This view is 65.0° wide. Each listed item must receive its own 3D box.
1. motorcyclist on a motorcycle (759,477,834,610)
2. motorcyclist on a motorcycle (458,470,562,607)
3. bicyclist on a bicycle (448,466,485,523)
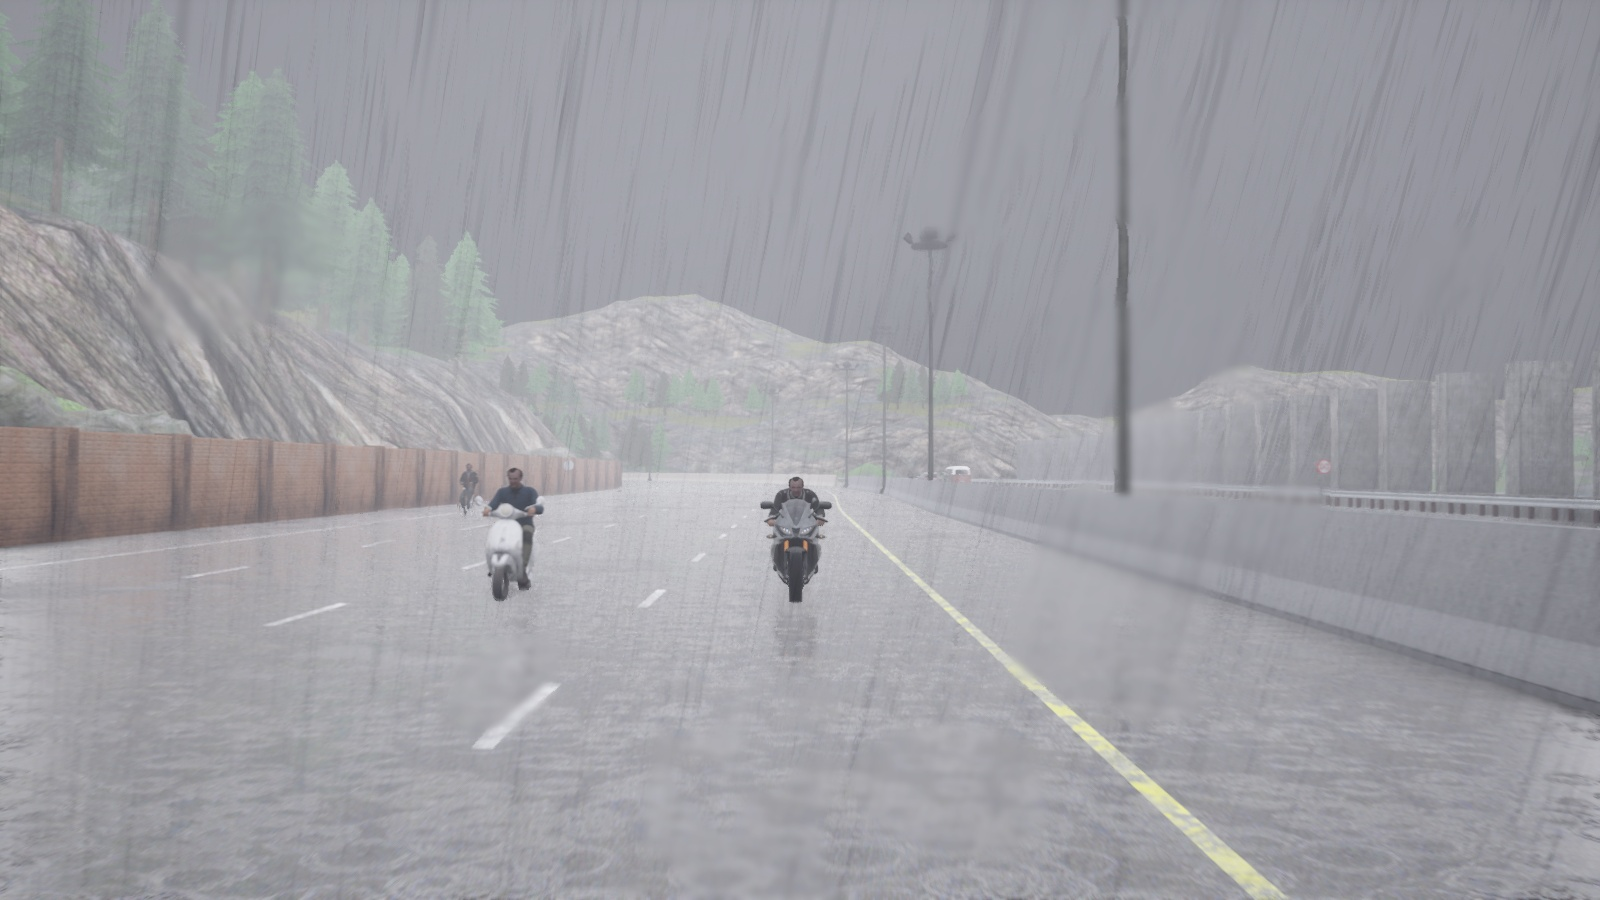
[{"bbox_3d":[-0.041,1.113,15.734,0.866,1.530,2.191,0,-1,0],"label":"motorcyclist on a motorcycle"},{"bbox_3d":[-3.541,1.042,15.513,0.866,1.590,1.817,0,-1,0],"label":"motorcyclist on a motorcycle"},{"bbox_3d":[-10.604,1.397,39.980,0.659,1.776,1.843,0,-1,0],"label":"bicyclist on a bicycle"}]
